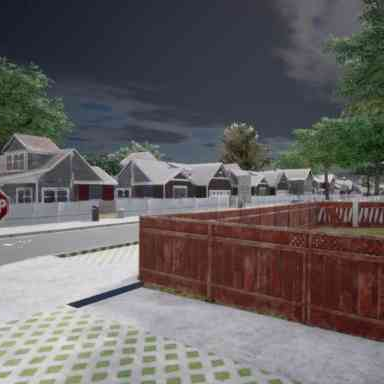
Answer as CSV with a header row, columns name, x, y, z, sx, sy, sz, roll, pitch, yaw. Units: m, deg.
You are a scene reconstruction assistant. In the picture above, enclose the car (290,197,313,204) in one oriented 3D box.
name,x,y,z,sx,sy,sz,roll,pitch,yaw
car,15.250,1.396,46.004,2.033,1.411,5.357,0,0,36
